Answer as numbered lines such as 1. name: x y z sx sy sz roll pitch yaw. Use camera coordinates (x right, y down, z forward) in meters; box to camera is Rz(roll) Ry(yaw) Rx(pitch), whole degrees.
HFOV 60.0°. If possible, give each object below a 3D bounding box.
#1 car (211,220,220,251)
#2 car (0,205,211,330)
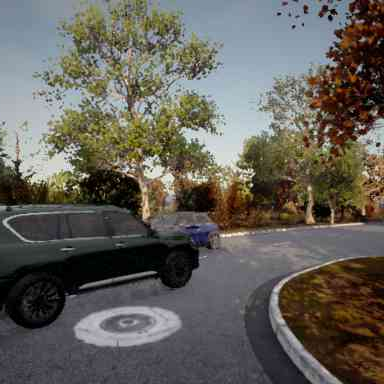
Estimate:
1. car: -0.839 1.633 13.973 2.097 1.767 4.553 -1 -3 43
2. car: -2.257 1.290 7.359 2.150 2.045 5.566 -1 -2 43
